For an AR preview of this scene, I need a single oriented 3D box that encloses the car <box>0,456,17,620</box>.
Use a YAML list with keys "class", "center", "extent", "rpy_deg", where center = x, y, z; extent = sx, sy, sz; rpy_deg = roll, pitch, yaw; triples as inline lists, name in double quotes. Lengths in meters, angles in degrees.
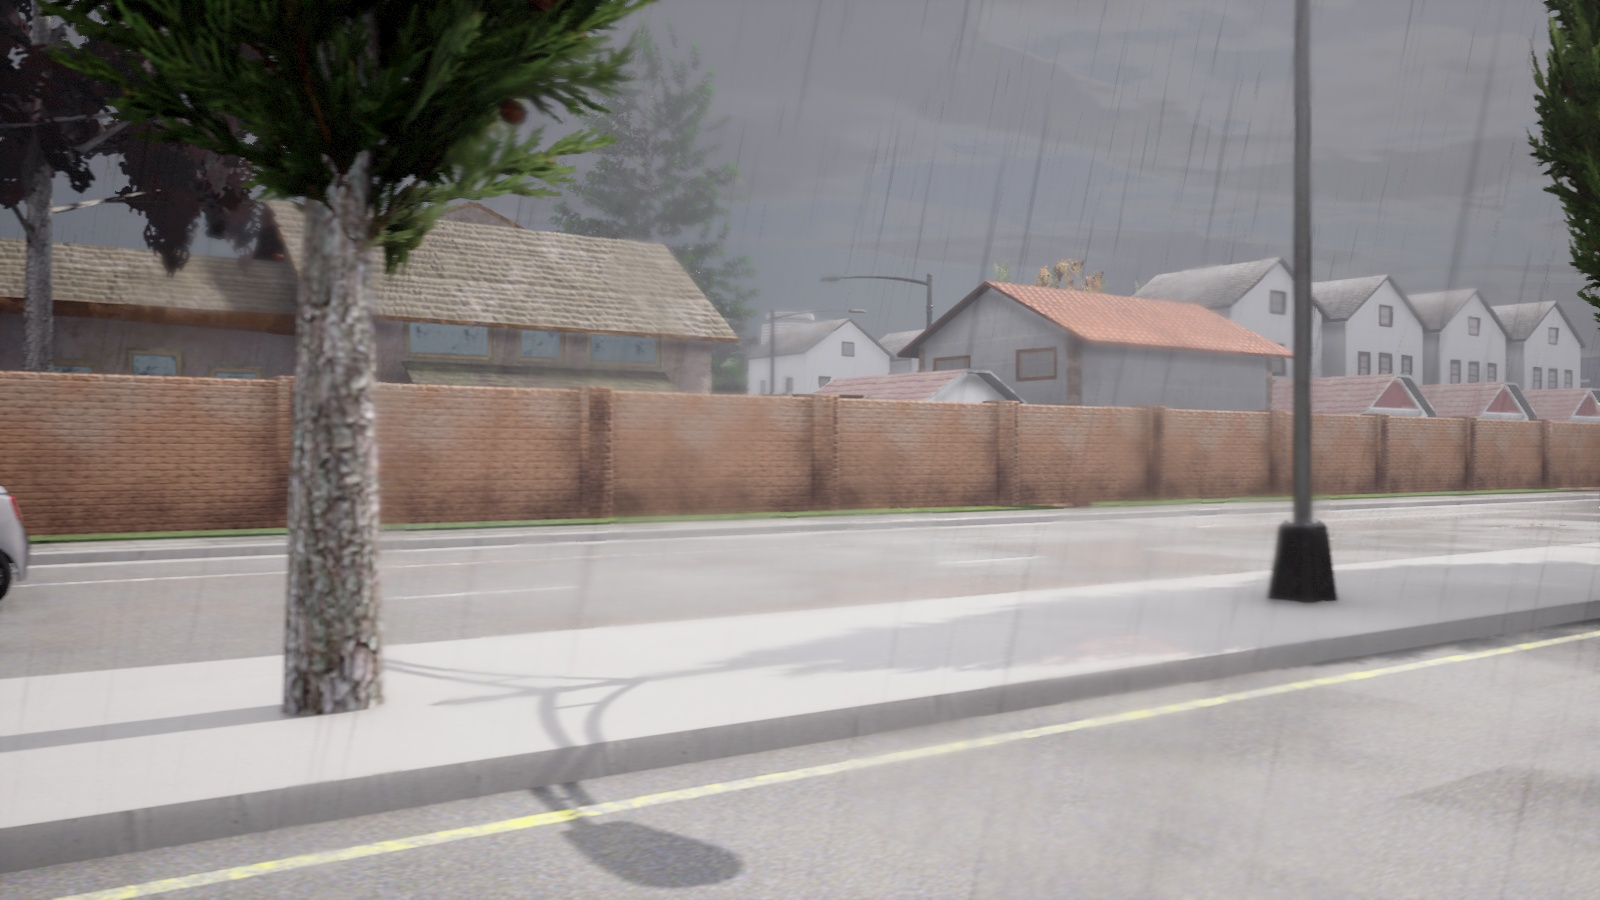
- class: "car"
  center: [-9.211, 0.806, 11.259]
  extent: [3.633, 1.501, 1.845]
  rpy_deg: [0, 0, -35]
